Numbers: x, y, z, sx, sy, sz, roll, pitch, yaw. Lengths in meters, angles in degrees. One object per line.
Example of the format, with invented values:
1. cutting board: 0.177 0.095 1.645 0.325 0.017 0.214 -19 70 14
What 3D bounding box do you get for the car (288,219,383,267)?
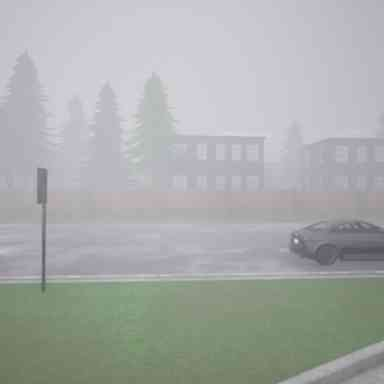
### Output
1. car: 5.447 1.608 11.189 4.181 1.385 1.994 0 0 -5
